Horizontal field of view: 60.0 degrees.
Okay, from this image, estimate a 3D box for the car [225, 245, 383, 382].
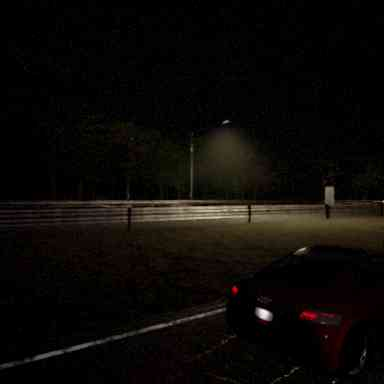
[{"bbox_3d":[2.588,1.618,5.588,4.181,1.385,1.994,1,0,-35],"label":"car"}]
